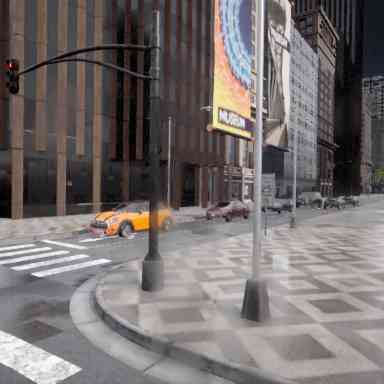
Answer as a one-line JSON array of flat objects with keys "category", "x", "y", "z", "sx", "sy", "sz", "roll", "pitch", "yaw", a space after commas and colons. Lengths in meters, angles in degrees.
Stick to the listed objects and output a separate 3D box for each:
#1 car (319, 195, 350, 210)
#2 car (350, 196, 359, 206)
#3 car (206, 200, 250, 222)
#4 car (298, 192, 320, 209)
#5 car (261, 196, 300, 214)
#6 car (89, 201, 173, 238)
[{"category": "car", "x": 17.653, "y": 1.342, "z": 41.044, "sx": 1.837, "sy": 1.490, "sz": 4.892, "roll": 1, "pitch": 1, "yaw": 36}, {"category": "car", "x": 23.637, "y": 1.297, "z": 49.583, "sx": 1.837, "sy": 1.490, "sz": 4.892, "roll": 1, "pitch": 1, "yaw": 35}, {"category": "car", "x": 2.881, "y": 1.392, "z": 25.630, "sx": 1.812, "sy": 1.442, "sz": 4.674, "roll": 1, "pitch": 1, "yaw": 36}, {"category": "car", "x": 15.091, "y": 1.005, "z": 42.771, "sx": 2.150, "sy": 2.045, "sz": 5.566, "roll": 1, "pitch": 1, "yaw": 35}, {"category": "car", "x": 8.893, "y": 1.373, "z": 34.113, "sx": 2.033, "sy": 1.411, "sz": 5.357, "roll": 1, "pitch": 1, "yaw": 35}, {"category": "car", "x": -3.060, "y": 1.258, "z": 17.276, "sx": 2.097, "sy": 1.767, "sz": 4.553, "roll": 1, "pitch": 1, "yaw": 36}]
